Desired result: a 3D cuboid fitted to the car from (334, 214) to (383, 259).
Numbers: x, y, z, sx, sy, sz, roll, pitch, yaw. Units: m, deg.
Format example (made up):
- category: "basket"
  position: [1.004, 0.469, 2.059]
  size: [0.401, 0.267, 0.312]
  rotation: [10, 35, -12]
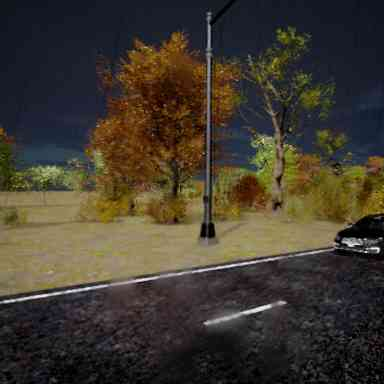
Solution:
- category: "car"
  position: [7.546, 1.633, 13.043]
  size: [4.892, 1.490, 1.837]
  rotation: [1, 0, -35]
